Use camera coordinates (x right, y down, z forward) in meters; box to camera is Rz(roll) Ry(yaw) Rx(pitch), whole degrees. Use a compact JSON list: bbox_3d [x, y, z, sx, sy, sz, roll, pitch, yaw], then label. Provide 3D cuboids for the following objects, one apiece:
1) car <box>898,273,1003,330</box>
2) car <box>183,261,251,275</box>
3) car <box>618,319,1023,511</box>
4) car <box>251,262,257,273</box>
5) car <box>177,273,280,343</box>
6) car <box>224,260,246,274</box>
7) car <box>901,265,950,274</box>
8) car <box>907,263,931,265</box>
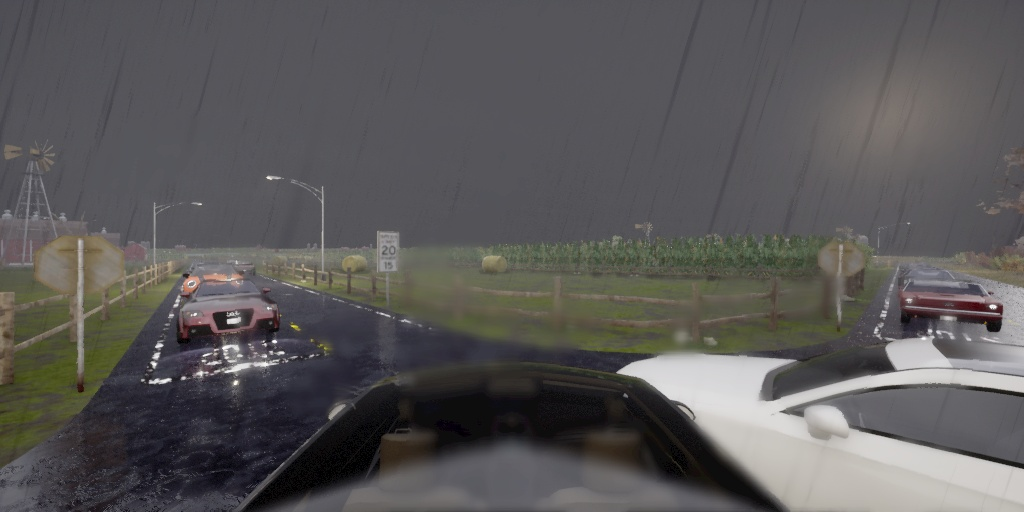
[{"bbox_3d":[13.579,1.391,11.296,4.718,1.301,1.895,0,1,-43],"label":"car"},{"bbox_3d":[-13.628,1.134,16.454,2.097,1.767,4.553,0,0,-41],"label":"car"},{"bbox_3d":[2.850,1.293,2.293,1.812,1.442,4.674,0,1,-44],"label":"car"},{"bbox_3d":[-26.786,1.268,35.757,2.128,1.511,4.902,0,0,-41],"label":"car"},{"bbox_3d":[-7.887,1.352,9.939,1.994,1.385,4.181,0,0,-42],"label":"car"},{"bbox_3d":[-33.466,1.286,43.252,1.837,1.490,4.892,0,0,-41],"label":"car"},{"bbox_3d":[20.692,1.351,17.820,5.357,1.411,2.033,0,1,-42],"label":"car"},{"bbox_3d":[27.481,1.385,24.038,4.181,1.385,1.994,0,1,-43],"label":"car"}]
